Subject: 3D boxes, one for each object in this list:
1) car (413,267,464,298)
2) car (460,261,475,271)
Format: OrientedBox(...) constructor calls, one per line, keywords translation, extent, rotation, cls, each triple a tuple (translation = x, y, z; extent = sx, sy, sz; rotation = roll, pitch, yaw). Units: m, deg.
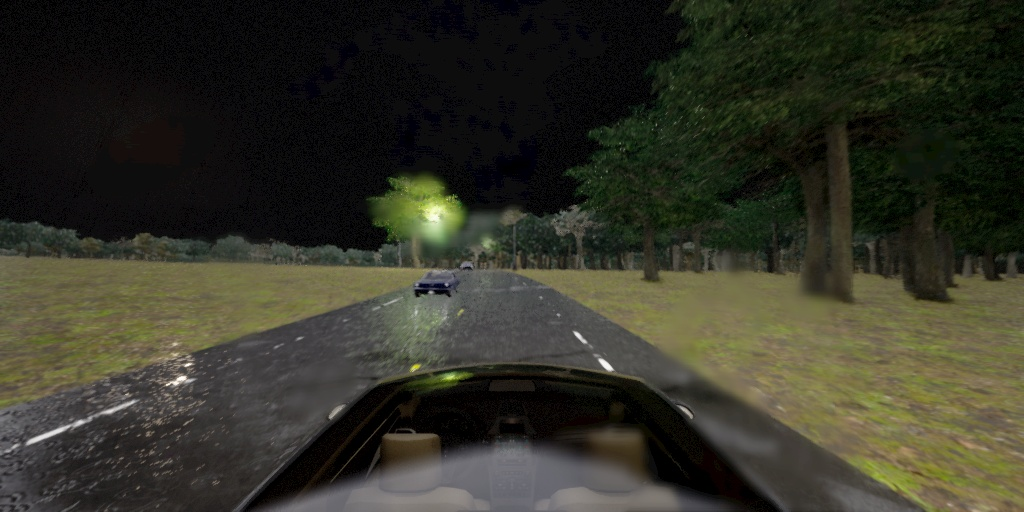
OrientedBox(translation=(-3.942, 1.464, 19.392), extent=(1.895, 1.301, 4.718), rotation=(0, 0, -2), cls="car")
OrientedBox(translation=(-7.599, 1.636, 60.375), extent=(2.097, 1.767, 4.553), rotation=(0, -1, -7), cls="car")
